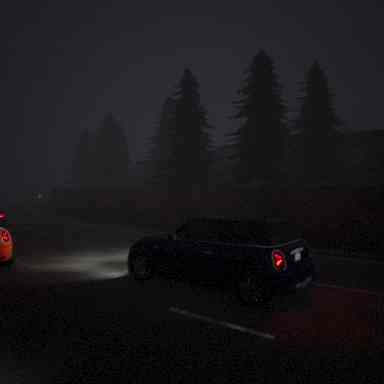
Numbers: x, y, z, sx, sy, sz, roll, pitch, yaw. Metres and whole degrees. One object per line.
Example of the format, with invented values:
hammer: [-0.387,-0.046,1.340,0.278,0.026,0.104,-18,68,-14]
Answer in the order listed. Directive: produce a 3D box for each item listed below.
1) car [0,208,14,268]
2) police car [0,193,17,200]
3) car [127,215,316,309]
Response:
car: [-7.289,1.303,10.131,4.553,1.767,2.097,0,0,41]
police car: [-42.238,1.098,76.854,1.930,1.638,5.238,0,0,-1]
car: [0.490,1.339,8.134,4.553,1.767,2.097,0,0,38]
